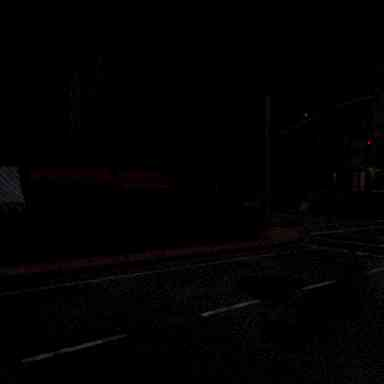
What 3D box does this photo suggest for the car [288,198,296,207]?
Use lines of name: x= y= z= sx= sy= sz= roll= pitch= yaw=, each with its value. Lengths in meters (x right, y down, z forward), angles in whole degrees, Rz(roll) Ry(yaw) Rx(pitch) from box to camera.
car: x=15.717 y=1.531 z=56.751 sx=1.905 sy=1.878 sz=3.866 roll=1 pitch=0 yaw=-36

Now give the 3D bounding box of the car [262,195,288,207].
car: x=13.325 y=1.504 z=55.039 sx=1.905 sy=1.878 sz=3.866 roll=1 pitch=0 yaw=-36
